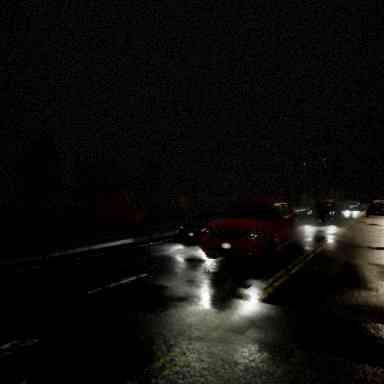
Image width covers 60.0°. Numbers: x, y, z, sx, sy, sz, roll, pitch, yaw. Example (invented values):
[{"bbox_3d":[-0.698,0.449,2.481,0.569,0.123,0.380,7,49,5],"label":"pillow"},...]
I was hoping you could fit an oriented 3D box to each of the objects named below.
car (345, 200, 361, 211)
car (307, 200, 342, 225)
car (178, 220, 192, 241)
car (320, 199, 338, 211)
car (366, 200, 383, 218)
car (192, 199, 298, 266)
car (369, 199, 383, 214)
[{"bbox_3d":[24.035,1.980,49.594,2.128,1.511,4.902,1,0,30],"label":"car"},{"bbox_3d":[10.640,1.589,26.594,2.097,1.767,4.553,1,0,30],"label":"car"},{"bbox_3d":[1.135,1.610,16.720,1.812,1.442,4.674,1,0,30],"label":"car"},{"bbox_3d":[20.840,1.935,50.567,1.882,1.535,5.008,1,0,30],"label":"car"},{"bbox_3d":[19.254,1.848,34.539,1.882,1.535,5.008,1,0,30],"label":"car"},{"bbox_3d":[2.428,1.302,12.481,2.150,2.045,5.566,1,0,30],"label":"car"},{"bbox_3d":[24.034,1.812,42.770,2.097,1.767,4.553,1,0,31],"label":"car"}]
